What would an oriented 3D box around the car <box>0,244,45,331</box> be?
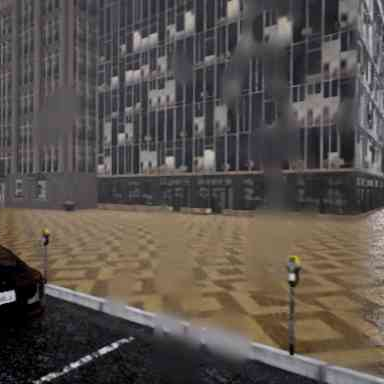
[{"bbox_3d":[-4.399,1.563,6.000,4.313,1.339,1.947,0,1,35],"label":"car"}]
